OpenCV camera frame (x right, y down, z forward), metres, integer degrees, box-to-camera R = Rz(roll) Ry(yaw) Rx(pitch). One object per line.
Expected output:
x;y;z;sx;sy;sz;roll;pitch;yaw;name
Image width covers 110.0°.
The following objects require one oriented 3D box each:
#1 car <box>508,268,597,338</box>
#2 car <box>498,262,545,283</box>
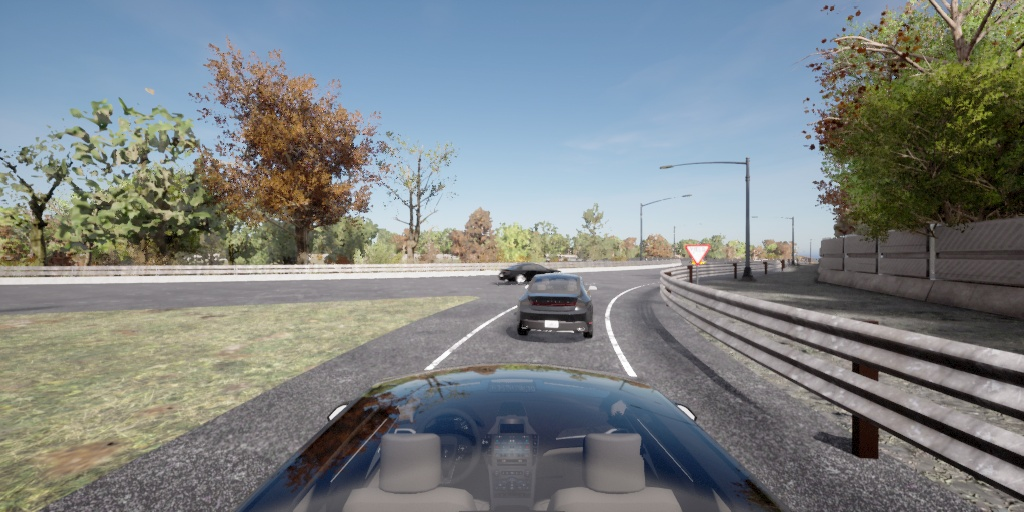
1.346;1.255;10.280;1.837;1.490;4.892;0;0;11;car
1.397;1.228;26.113;5.008;1.535;1.882;0;0;-29;car
